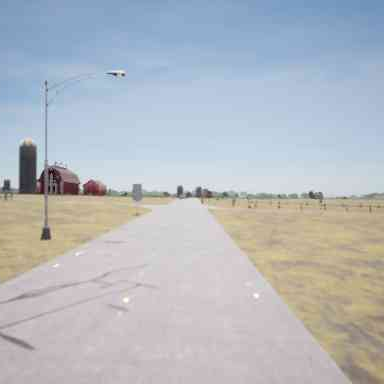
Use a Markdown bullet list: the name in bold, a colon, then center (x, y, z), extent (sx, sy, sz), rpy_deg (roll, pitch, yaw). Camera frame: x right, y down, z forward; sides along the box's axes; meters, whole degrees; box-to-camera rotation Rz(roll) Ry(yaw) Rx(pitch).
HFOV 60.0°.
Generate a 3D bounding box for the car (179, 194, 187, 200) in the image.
- **car**: center (-2.710, 1.427, 91.348), extent (1.837, 1.490, 4.892), rpy_deg (0, 0, 0)
